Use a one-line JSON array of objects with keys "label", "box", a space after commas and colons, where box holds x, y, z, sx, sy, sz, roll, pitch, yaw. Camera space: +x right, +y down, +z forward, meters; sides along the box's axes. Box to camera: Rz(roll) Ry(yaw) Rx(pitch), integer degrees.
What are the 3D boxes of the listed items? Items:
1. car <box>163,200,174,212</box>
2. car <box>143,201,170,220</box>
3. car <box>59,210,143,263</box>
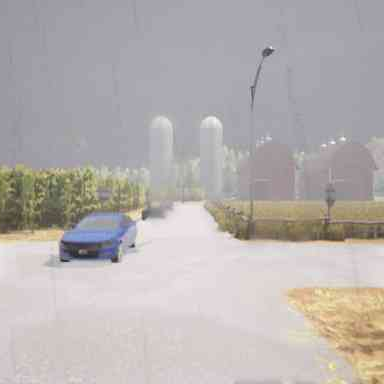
[{"label": "car", "box": [-3.313, 1.811, 44.216, 2.033, 1.411, 5.357, 0, 0, 0]}, {"label": "car", "box": [-3.286, 1.748, 29.736, 1.895, 1.301, 4.718, 0, -1, 0]}, {"label": "car", "box": [-3.228, 1.527, 12.319, 1.882, 1.535, 5.008, 1, -1, 0]}]
